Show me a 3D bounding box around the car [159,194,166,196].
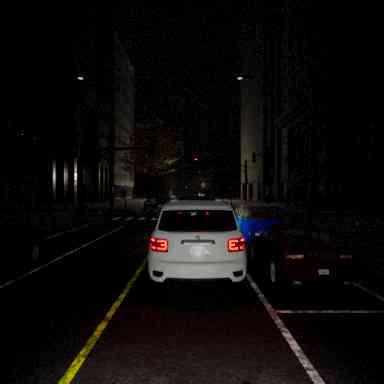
[{"bbox_3d":[-5.806,1.580,57.910,1.887,1.381,4.507,0,0,0],"label":"car"}]

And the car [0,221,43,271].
[{"bbox_3d":[-5.784,1.546,9.237,1.887,1.381,4.507,0,0,0],"label":"car"}]

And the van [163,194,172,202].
[{"bbox_3d":[-5.822,1.404,79.066,1.690,1.788,3.998,0,0,0],"label":"van"}]

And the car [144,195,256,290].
[{"bbox_3d":[0.102,1.223,9.198,2.150,2.045,5.566,0,0,0],"label":"car"}]

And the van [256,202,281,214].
[{"bbox_3d":[2.768,1.344,14.750,1.690,1.788,3.998,0,0,0],"label":"van"}]

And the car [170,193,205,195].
[{"bbox_3d":[0.084,1.227,19.559,2.150,2.045,5.566,0,0,0],"label":"car"}]

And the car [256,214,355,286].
[{"bbox_3d":[2.771,1.546,9.225,1.887,1.381,4.507,0,0,0],"label":"car"}]

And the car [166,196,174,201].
[{"bbox_3d":[-5.831,1.645,89.643,1.947,1.339,4.313,0,0,0],"label":"car"}]

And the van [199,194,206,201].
[{"bbox_3d":[2.699,1.413,85.214,1.690,1.788,3.998,0,0,0],"label":"van"}]

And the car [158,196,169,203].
[{"bbox_3d":[-5.814,1.599,68.488,2.008,1.369,4.403,0,0,0],"label":"car"}]

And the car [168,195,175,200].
[{"bbox_3d":[-5.835,1.613,94.763,1.752,1.417,4.829,0,0,0],"label":"car"}]

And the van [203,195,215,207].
[{"bbox_3d":[2.724,1.371,52.735,1.690,1.788,3.998,0,0,0],"label":"van"}]

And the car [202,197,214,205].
[{"bbox_3d":[2.719,1.601,58.148,1.947,1.339,4.313,0,0,0],"label":"car"}]
